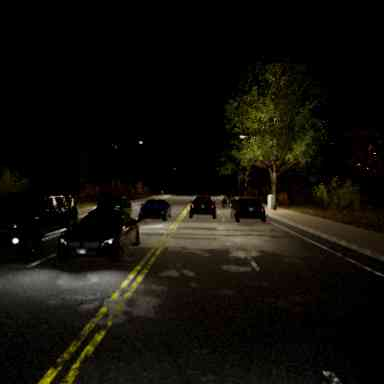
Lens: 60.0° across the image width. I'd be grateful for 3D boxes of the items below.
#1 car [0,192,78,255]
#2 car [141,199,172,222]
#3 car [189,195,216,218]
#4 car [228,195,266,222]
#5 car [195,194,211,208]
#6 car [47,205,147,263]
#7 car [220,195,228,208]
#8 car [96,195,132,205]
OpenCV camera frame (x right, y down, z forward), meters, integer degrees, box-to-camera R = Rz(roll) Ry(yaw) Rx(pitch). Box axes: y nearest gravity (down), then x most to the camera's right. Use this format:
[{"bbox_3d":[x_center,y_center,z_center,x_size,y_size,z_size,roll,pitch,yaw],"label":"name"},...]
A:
[{"bbox_3d":[-6.216,1.044,12.807,2.150,2.045,5.566,1,0,3],"label":"car"},{"bbox_3d":[-2.595,1.239,24.299,1.882,1.535,5.008,1,0,2],"label":"car"},{"bbox_3d":[0.912,1.125,27.767,2.097,1.767,4.553,1,1,2],"label":"car"},{"bbox_3d":[4.076,1.186,24.615,2.097,1.767,4.553,1,0,2],"label":"car"},{"bbox_3d":[1.394,1.115,42.650,1.882,1.535,5.008,1,1,2],"label":"car"},{"bbox_3d":[-3.011,1.392,11.677,1.812,1.442,4.674,1,0,2],"label":"car"},{"bbox_3d":[4.607,1.192,41.366,1.837,1.490,4.892,1,1,2],"label":"car"},{"bbox_3d":[-5.829,1.072,24.758,2.097,1.767,4.553,1,1,2],"label":"car"}]
